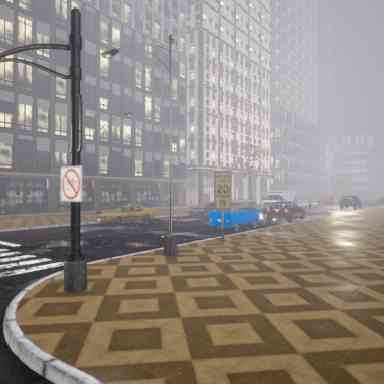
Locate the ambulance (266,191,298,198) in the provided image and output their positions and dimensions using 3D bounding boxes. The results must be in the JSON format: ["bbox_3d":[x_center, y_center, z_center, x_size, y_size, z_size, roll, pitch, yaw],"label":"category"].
[{"bbox_3d":[10.284,1.062,38.963,2.351,2.431,6.366,0,0,38],"label":"ambulance"}]

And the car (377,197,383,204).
[{"bbox_3d":[38.250,1.658,66.489,1.947,1.339,4.313,0,0,38],"label":"car"}]

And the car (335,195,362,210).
[{"bbox_3d":[21.250,1.368,44.471,2.192,1.841,5.009,0,0,38],"label":"car"}]

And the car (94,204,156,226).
[{"bbox_3d":[-4.708,1.540,23.958,1.752,1.417,4.829,0,0,38],"label":"car"}]

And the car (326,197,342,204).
[{"bbox_3d":[28.614,1.624,66.902,2.008,1.369,4.403,0,0,38],"label":"car"}]

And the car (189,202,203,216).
[{"bbox_3d":[1.412,1.603,31.672,1.802,1.307,4.206,0,0,38],"label":"car"}]

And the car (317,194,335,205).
[{"bbox_3d":[25.214,1.380,62.499,2.192,1.841,5.009,0,0,38],"label":"car"}]

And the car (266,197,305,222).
[{"bbox_3d":[7.649,1.472,26.855,1.967,1.590,4.097,0,0,38],"label":"car"}]

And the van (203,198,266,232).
[{"bbox_3d":[2.677,1.368,20.234,1.690,1.788,3.998,0,0,38],"label":"van"}]
